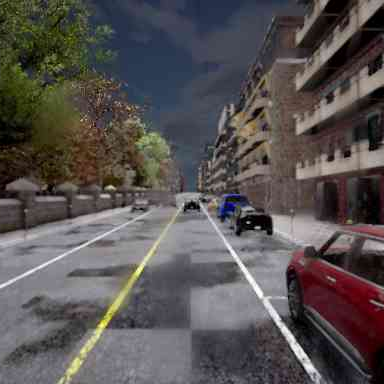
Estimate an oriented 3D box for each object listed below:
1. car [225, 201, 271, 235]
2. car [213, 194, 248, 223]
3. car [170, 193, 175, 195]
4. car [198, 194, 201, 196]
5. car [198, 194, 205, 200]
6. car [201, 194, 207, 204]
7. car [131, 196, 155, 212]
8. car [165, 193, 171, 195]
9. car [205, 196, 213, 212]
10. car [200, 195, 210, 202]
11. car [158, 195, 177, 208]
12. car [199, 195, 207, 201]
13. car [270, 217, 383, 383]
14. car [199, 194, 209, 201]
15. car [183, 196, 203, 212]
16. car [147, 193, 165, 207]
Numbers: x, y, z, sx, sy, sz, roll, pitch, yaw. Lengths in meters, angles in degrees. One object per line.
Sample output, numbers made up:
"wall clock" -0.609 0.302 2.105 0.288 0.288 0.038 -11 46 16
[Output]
"car" 3.139 1.467 18.362 1.837 1.490 4.892 0 0 0
"car" 3.098 1.169 25.393 2.150 2.045 5.566 0 0 0
"car" -5.699 1.163 75.917 2.192 1.841 5.009 1 0 0
"car" 0.023 1.376 50.679 1.882 1.535 5.008 0 0 0
"car" 2.672 1.255 92.490 1.967 1.590 4.097 1 0 0
"car" 2.681 1.447 59.349 1.947 1.339 4.313 1 0 0
"car" -5.690 1.477 37.253 2.008 1.369 4.403 1 0 0
"car" -5.700 1.436 64.870 1.947 1.339 4.313 1 0 0
"car" 2.690 1.450 37.425 1.752 1.417 4.829 1 0 0
"car" 2.678 1.425 70.397 1.947 1.339 4.313 1 0 0
"car" -3.098 1.454 46.563 2.033 1.411 5.357 0 0 0
"car" 2.674 1.381 81.442 1.887 1.381 4.507 1 0 0
"car" 2.706 1.306 4.114 2.192 1.841 5.009 1 0 0
"car" 2.678 1.288 75.919 1.967 1.590 4.097 1 0 0
"car" 0.018 1.451 37.618 1.812 1.442 4.674 0 0 1
"car" -5.689 1.219 48.299 2.192 1.841 5.009 1 0 0
